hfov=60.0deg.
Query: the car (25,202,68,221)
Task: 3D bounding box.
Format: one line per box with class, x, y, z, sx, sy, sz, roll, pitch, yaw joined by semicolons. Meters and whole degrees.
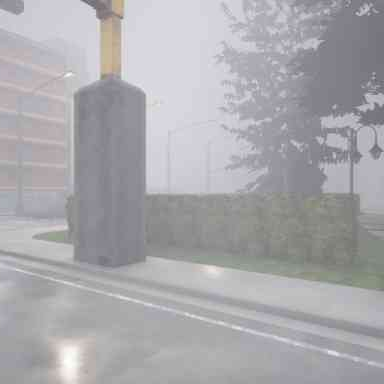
car;-10.840;1.547;27.627;2.033;1.411;5.357;0;0;36
